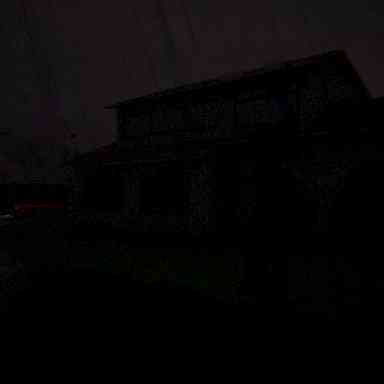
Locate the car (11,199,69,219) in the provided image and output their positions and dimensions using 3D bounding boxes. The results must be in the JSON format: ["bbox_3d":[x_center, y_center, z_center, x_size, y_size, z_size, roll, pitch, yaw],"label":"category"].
[{"bbox_3d":[-13.147,1.352,29.165,2.097,1.767,4.553,0,0,35],"label":"car"}]

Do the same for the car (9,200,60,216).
[{"bbox_3d":[-15.554,1.564,33.025,1.994,1.385,4.181,0,0,35],"label":"car"}]
